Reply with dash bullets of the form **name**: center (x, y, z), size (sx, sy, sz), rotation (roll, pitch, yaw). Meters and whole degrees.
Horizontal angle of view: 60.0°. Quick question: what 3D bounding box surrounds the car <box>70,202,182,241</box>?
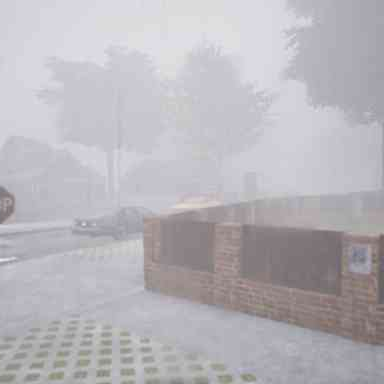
- **car**: center (-3.028, 1.355, 15.776), size (2.033, 1.411, 5.357), rotation (0, 1, 35)

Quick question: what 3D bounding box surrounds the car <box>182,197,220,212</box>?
- **car**: center (0.355, 1.162, 25.637), size (1.882, 1.535, 5.008), rotation (0, 1, 35)

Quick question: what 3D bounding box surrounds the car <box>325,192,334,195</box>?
- **car**: center (19.909, 0.702, 48.785), size (1.882, 1.535, 5.008), rotation (0, 1, 35)

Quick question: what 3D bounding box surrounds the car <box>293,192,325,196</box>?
- **car**: center (14.398, 1.000, 40.765), size (1.895, 1.301, 4.718), rotation (0, 1, 35)

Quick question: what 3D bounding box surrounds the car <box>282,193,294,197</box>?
- **car**: center (13.358, 0.875, 44.215), size (1.837, 1.490, 4.892), rotation (0, 0, 35)
